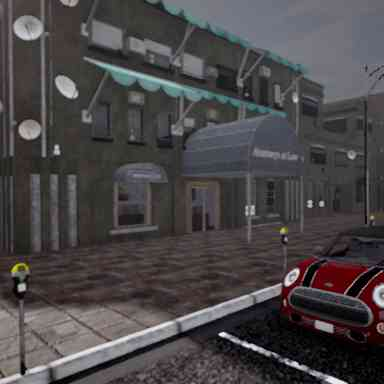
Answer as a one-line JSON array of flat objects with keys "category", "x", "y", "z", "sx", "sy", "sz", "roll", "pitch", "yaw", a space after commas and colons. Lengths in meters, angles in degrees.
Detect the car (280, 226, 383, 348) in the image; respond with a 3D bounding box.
[{"category": "car", "x": 3.381, "y": 1.434, "z": 6.215, "sx": 4.097, "sy": 1.590, "sz": 1.967, "roll": 0, "pitch": -1, "yaw": -43}]
